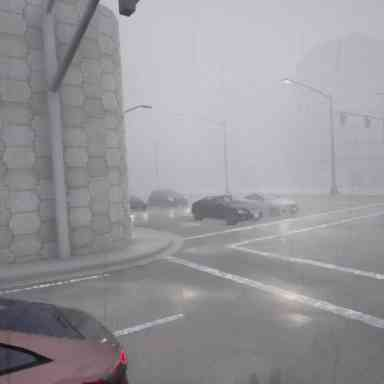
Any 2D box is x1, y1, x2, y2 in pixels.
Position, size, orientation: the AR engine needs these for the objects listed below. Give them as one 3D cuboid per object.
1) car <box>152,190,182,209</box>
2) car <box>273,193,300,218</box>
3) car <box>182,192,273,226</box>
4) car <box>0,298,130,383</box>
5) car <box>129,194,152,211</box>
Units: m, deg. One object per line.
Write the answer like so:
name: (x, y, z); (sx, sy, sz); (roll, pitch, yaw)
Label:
car: (-2.292, 0.563, 30.854); (2.097, 1.767, 4.553); (-5, 3, -35)
car: (4.590, 0.734, 21.212); (1.812, 1.442, 4.674); (-5, 3, -36)
car: (1.852, 0.939, 18.932); (2.128, 1.511, 4.902); (-5, 3, -35)
car: (-2.531, 1.571, 2.312); (4.181, 1.385, 1.994); (0, 0, -37)
car: (-5.755, 0.969, 29.731); (1.812, 1.442, 4.674); (-5, 3, -35)
